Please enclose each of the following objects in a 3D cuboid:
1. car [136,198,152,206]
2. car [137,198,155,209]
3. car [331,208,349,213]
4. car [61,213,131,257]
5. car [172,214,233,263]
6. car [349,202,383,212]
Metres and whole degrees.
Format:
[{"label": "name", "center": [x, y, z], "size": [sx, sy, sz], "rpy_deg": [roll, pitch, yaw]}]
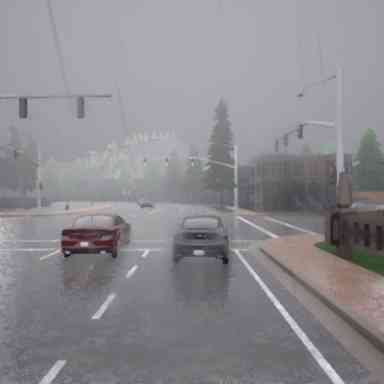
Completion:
[{"label": "car", "center": [-9.837, 1.963, 67.540], "size": [2.128, 1.511, 4.902], "rpy_deg": [0, 0, -22]}, {"label": "car", "center": [-6.848, 1.941, 51.290], "size": [1.895, 1.301, 4.718], "rpy_deg": [0, 0, -2]}, {"label": "car", "center": [15.553, 1.683, 30.894], "size": [5.008, 1.535, 1.882], "rpy_deg": [0, 0, 0]}, {"label": "car", "center": [-3.627, 1.567, 13.328], "size": [1.882, 1.535, 5.008], "rpy_deg": [0, 0, -3]}, {"label": "car", "center": [0.434, 1.587, 12.350], "size": [1.837, 1.490, 4.892], "rpy_deg": [0, 0, 5]}, {"label": "car", "center": [16.119, 1.660, 27.393], "size": [5.008, 1.535, 1.882], "rpy_deg": [0, 0, 0]}]
